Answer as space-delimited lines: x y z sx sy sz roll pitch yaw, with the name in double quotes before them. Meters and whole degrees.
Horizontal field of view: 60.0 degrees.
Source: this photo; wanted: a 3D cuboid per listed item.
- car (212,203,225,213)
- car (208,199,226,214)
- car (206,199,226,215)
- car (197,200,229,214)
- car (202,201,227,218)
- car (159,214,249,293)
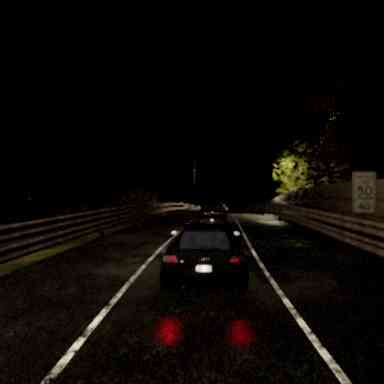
"car" 4.250 2.548 52.440 1.882 1.535 5.008 0 -4 7
"car" 3.282 1.904 43.269 2.097 1.767 4.553 0 -3 6
"car" 2.729 1.664 37.628 2.097 1.767 4.553 0 -2 5
"car" 1.388 1.459 22.384 1.837 1.490 4.892 0 0 5
"car" 2.197 1.614 31.719 2.128 1.511 4.902 0 -2 5
"car" 0.349 1.526 8.814 1.994 1.385 4.181 0 0 3
